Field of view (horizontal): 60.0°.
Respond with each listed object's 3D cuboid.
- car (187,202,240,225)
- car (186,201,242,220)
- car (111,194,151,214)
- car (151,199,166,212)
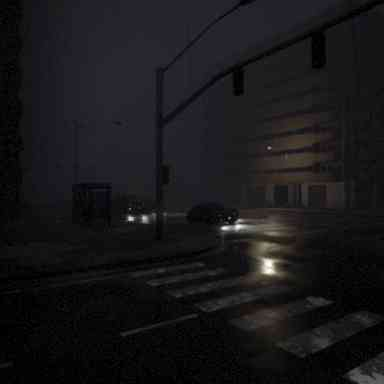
[{"bbox_3d":[1.403,1.617,24.558,1.994,1.385,4.181,0,0,-36],"label":"car"},{"bbox_3d":[1.838,1.600,29.889,2.033,1.411,5.357,0,0,-36],"label":"car"},{"bbox_3d":[-6.988,1.276,36.051,2.150,2.045,5.566,0,0,-36],"label":"car"},{"bbox_3d":[-4.928,1.545,39.174,2.128,1.511,4.902,0,0,-36],"label":"car"}]
